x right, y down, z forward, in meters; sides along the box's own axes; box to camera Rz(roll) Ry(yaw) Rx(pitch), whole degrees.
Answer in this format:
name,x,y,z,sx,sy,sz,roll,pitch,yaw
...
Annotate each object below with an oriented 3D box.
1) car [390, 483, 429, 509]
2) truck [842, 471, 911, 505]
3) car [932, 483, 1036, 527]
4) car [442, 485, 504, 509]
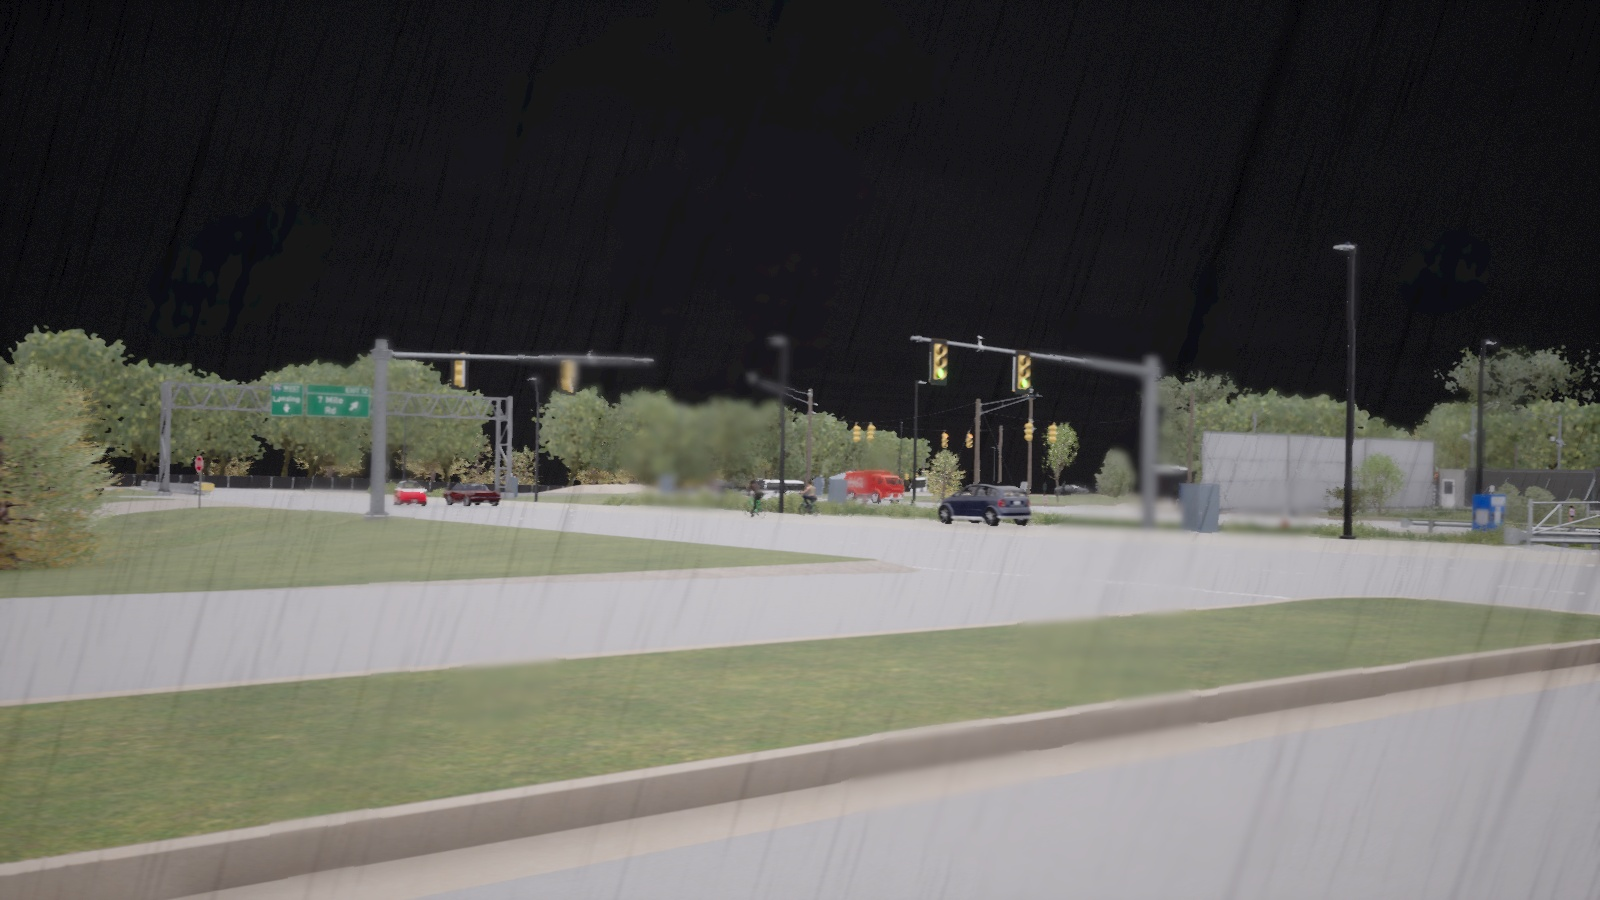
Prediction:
name,x,y,z,sx,sy,sz,roll,pitch,yaw
car,-21.609,2.534,69.493,1.481,1.376,2.207,1,-2,-34
truck,5.869,2.911,97.188,2.627,2.467,5.204,1,-1,-35
car,6.788,2.002,46.689,1.789,1.549,3.705,1,-2,-34
car,-18.629,2.637,71.332,1.895,1.301,4.718,1,-2,-34
